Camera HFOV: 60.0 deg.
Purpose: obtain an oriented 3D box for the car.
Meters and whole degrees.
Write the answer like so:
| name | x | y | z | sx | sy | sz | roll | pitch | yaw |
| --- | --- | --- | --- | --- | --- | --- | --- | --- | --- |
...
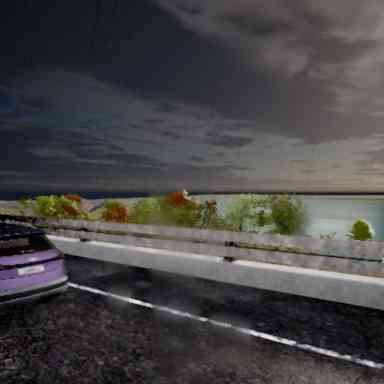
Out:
| name | x | y | z | sx | sy | sz | roll | pitch | yaw |
| --- | --- | --- | --- | --- | --- | --- | --- | --- | --- |
| car | -4.674 | 1.458 | 7.228 | 4.856 | 1.649 | 2.033 | 0 | 0 | 36 |
